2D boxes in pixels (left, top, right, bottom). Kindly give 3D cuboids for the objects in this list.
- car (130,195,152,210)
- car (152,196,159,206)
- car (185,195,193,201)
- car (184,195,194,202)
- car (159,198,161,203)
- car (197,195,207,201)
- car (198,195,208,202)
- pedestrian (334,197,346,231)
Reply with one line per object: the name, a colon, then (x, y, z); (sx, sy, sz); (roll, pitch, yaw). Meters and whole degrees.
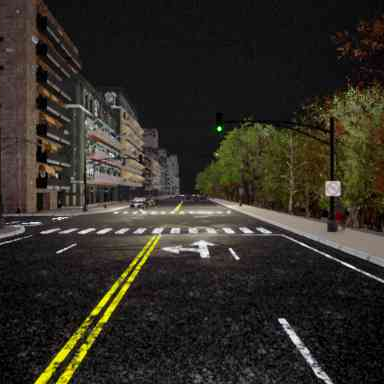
car: (-6.978, 1.494, 44.056); (2.128, 1.511, 4.902); (0, 0, 0)
car: (-7.052, 1.358, 53.861); (2.097, 1.767, 4.553); (0, 0, -1)
car: (-0.729, 1.480, 84.912); (1.812, 1.442, 4.674); (0, 0, 0)
car: (-0.641, 1.536, 74.489); (2.128, 1.511, 4.902); (0, 0, 0)
car: (-7.099, 1.612, 64.121); (1.895, 1.301, 4.718); (0, 0, 0)
car: (2.520, 1.481, 84.940); (2.128, 1.511, 4.902); (0, 0, 0)
car: (2.610, 1.536, 74.520); (2.128, 1.511, 4.902); (0, 0, 0)
pedestrian: (7.817, 1.141, 17.765); (0.375, 1.860, 0.375); (0, 0, 0)
